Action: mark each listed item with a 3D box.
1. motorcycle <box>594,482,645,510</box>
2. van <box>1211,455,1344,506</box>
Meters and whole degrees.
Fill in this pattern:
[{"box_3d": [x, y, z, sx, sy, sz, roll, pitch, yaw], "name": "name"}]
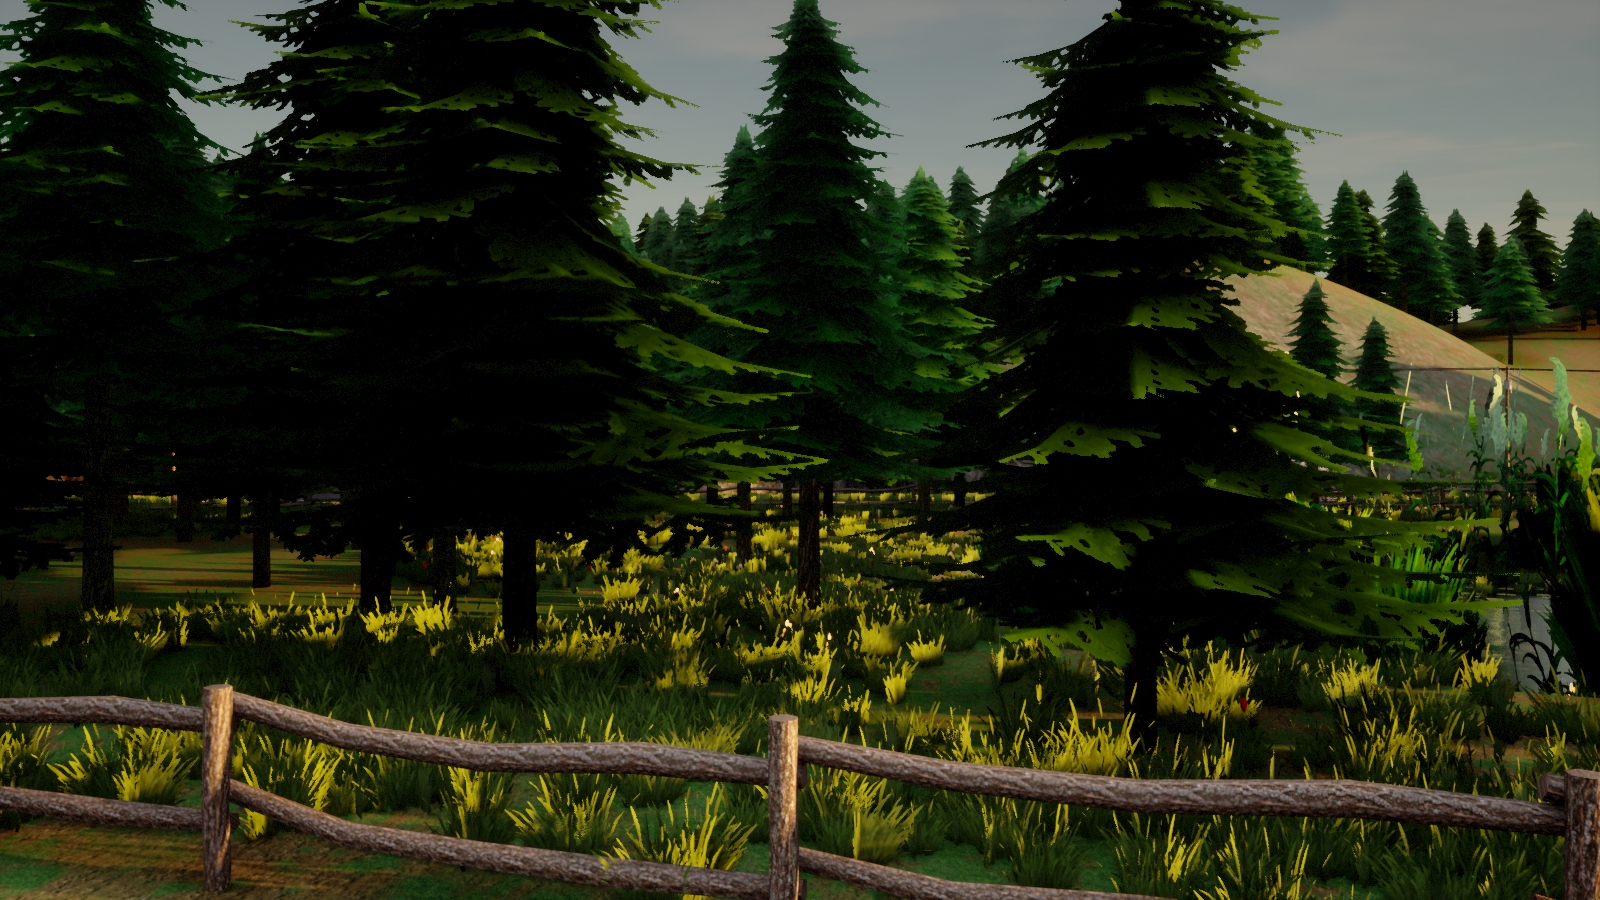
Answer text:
[{"box_3d": [-8.541, 2.178, 54.108, 2.209, 1.251, 0.867, 0, 0, 14], "name": "motorcycle"}, {"box_3d": [24.290, 1.534, 58.299, 5.915, 2.561, 1.988, 0, 0, 7], "name": "van"}]
